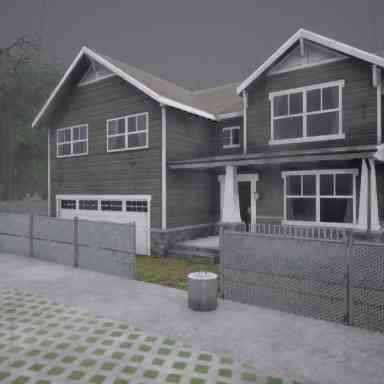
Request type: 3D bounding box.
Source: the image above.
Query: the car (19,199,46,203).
[{"bbox_3d":[-16.313,1.463,32.420,4.902,1.511,2.128,0,0,-31],"label":"car"}]
